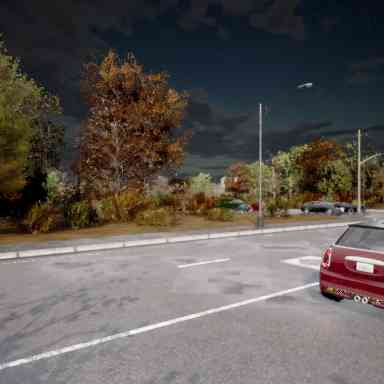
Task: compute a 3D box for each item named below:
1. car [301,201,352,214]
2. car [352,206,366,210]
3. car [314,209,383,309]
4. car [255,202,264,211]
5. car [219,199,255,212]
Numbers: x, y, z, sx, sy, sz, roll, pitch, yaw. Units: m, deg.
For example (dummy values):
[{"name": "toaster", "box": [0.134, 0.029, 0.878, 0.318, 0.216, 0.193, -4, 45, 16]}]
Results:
[{"name": "car", "box": [14.102, 1.709, 36.062, 2.128, 1.511, 4.902, 0, -1, -32]}, {"name": "car", "box": [17.144, 1.827, 37.807, 1.895, 1.301, 4.718, 0, -1, -32]}, {"name": "car", "box": [4.811, 1.363, 7.120, 4.553, 1.767, 2.097, 0, 0, -35]}, {"name": "car", "box": [10.331, 2.167, 48.737, 1.882, 1.535, 5.008, 0, -2, -32]}, {"name": "car", "box": [6.177, 2.010, 48.784, 2.150, 2.045, 5.566, 0, -3, -32]}]
